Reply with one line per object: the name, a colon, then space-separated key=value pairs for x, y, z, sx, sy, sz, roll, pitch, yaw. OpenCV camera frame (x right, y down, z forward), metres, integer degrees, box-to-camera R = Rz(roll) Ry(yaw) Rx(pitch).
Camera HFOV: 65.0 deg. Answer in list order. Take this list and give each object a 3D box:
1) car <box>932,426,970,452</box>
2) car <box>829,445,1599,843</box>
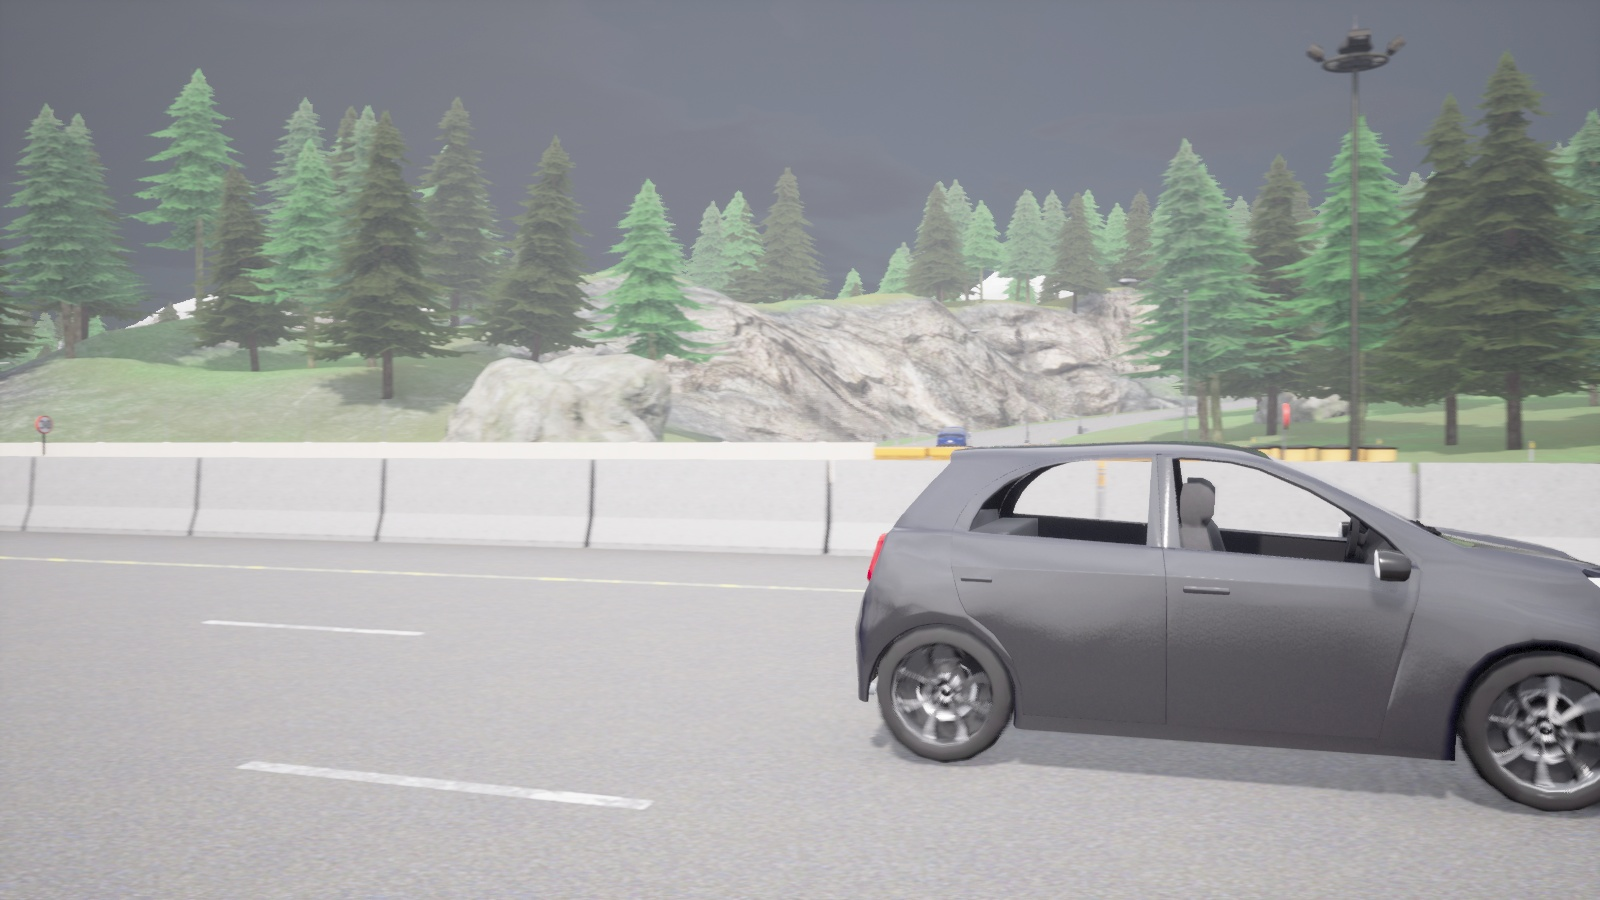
car: x=10.007 y=-0.735 z=82.845 sx=1.882 sy=1.535 sz=5.008 roll=0 pitch=2 yaw=14
car: x=2.153 y=0.750 z=6.161 sx=3.633 sy=1.501 sz=1.845 roll=1 pitch=1 yaw=19
